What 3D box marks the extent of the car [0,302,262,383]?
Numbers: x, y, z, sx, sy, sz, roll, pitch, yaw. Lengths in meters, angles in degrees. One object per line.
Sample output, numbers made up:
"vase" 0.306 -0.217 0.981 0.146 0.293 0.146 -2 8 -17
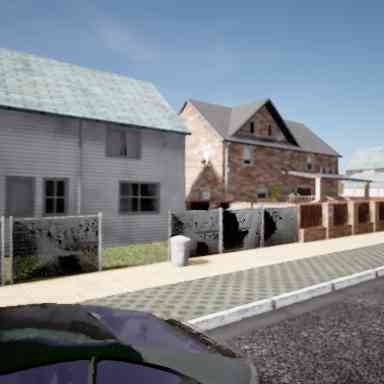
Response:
"car" -1.443 1.564 2.040 4.181 1.385 1.994 0 0 -36
